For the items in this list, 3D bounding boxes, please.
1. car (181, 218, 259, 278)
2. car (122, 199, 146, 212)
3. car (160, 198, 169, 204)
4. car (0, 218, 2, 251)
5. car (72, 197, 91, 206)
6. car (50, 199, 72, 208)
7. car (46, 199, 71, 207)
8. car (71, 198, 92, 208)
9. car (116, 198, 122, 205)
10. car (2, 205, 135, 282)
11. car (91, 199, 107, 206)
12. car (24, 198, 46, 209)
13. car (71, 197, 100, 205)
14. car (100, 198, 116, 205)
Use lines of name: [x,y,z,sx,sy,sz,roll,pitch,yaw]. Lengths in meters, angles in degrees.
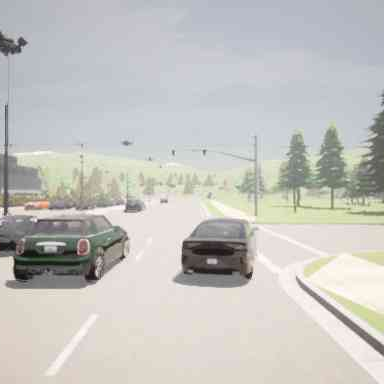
car: [1.062,1.557,10.585,1.882,1.535,5.008,0,0,13]
car: [-7.413,1.682,43.805,2.097,1.767,4.553,0,0,1]
car: [-6.906,2.155,84.224,2.128,1.511,4.902,0,0,1]
car: [-7.157,1.674,14.064,1.994,1.385,4.181,0,0,-2]
car: [-22.168,1.864,66.946,2.097,1.767,4.553,0,0,1]
car: [-22.325,1.998,56.786,1.994,1.385,4.181,0,0,1]
car: [-18.957,1.933,48.244,1.994,1.385,4.181,0,0,1]
car: [-18.821,1.911,56.998,1.882,1.535,5.008,0,0,1]
car: [-15.154,2.037,67.781,2.128,1.511,4.902,0,0,1]
car: [-3.368,1.430,10.236,2.097,1.767,4.553,0,-1,2]
car: [-18.666,2.103,67.003,1.895,1.301,4.718,0,0,1]
car: [-22.454,1.724,48.459,2.097,1.767,4.553,0,0,1]
car: [-15.451,1.874,48.605,1.837,1.490,4.892,0,0,1]
car: [-15.309,1.790,57.780,2.097,1.767,4.553,0,0,1]
